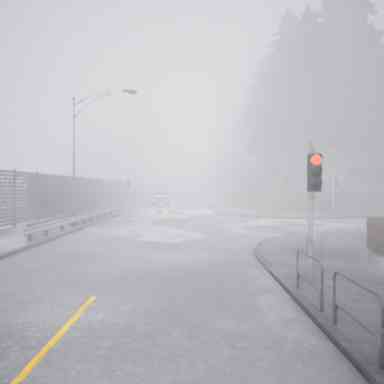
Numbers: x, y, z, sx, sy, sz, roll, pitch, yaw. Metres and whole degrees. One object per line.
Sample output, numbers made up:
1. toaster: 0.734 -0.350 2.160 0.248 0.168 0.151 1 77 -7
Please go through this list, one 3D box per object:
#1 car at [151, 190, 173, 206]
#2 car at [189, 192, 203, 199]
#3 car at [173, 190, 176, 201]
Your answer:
1. car: -4.086 0.740 43.943 2.150 2.045 5.566 0 0 0
2. car: 0.855 0.725 72.913 1.812 1.442 4.674 0 1 26
3. car: -4.035 0.576 59.163 2.150 2.045 5.566 0 0 1
